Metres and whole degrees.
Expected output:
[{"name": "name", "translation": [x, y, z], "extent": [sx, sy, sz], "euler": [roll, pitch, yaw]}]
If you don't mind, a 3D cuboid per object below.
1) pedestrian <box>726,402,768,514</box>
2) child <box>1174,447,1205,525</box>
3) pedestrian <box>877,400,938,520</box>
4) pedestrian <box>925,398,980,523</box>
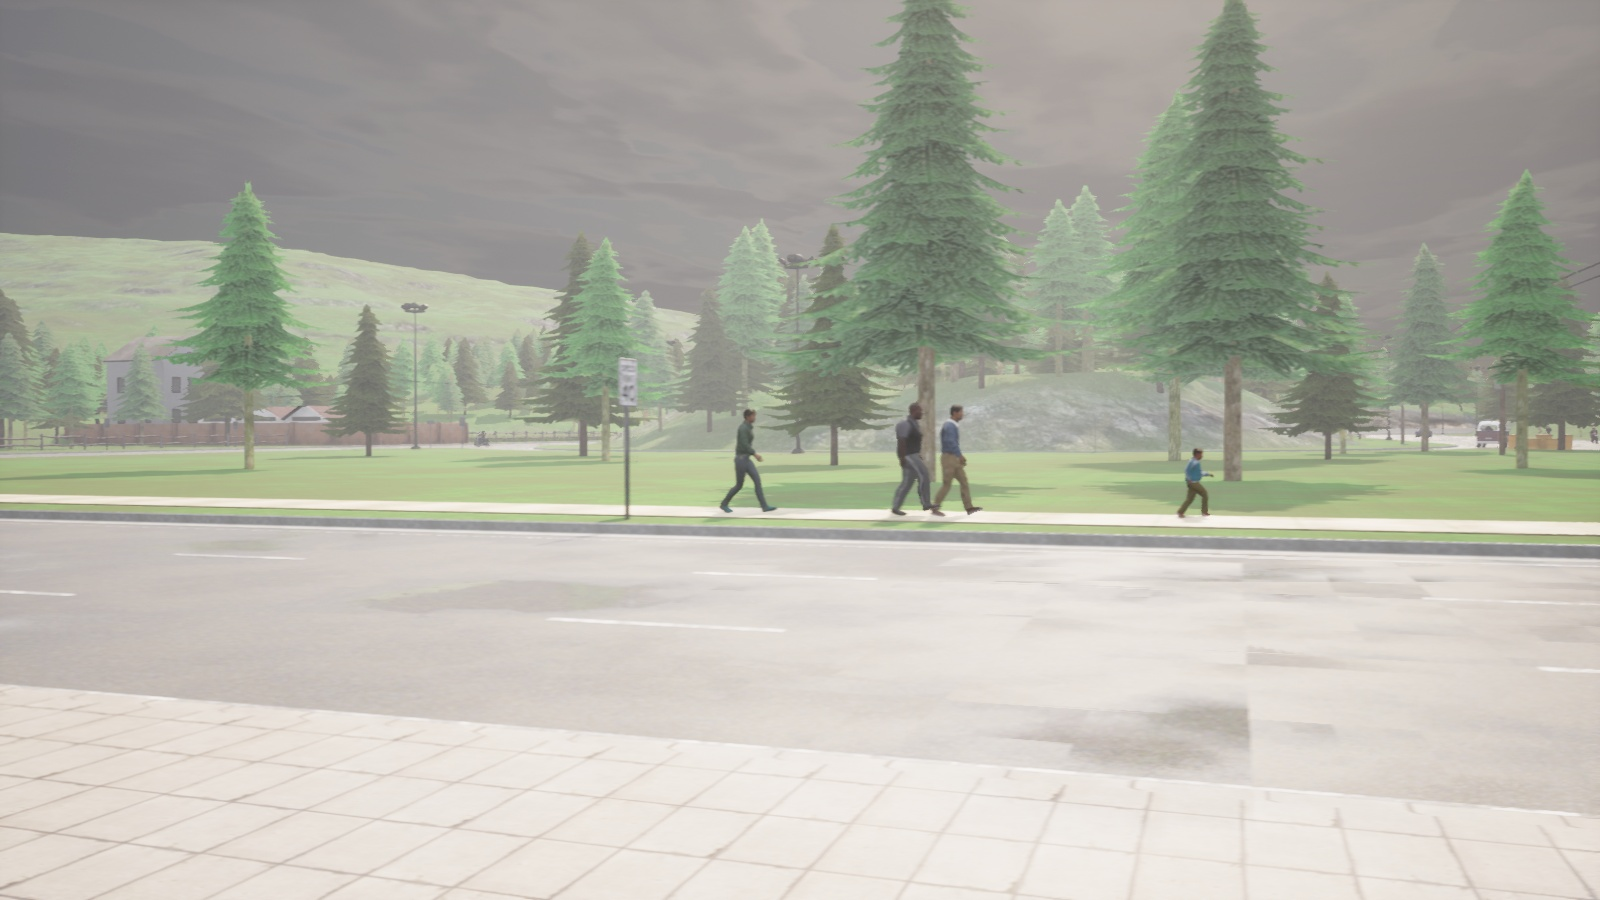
[{"name": "pedestrian", "translation": [-0.892, 0.125, 21.061], "extent": [0.614, 1.847, 0.353], "euler": [1, 1, 18]}, {"name": "child", "translation": [6.061, 0.555, 19.535], "extent": [0.448, 1.192, 0.343], "euler": [1, 1, 19]}, {"name": "pedestrian", "translation": [1.727, 0.150, 20.103], "extent": [0.849, 1.883, 0.563], "euler": [1, 1, 19]}, {"name": "pedestrian", "translation": [2.419, 0.156, 19.884], "extent": [0.788, 1.949, 0.423], "euler": [1, 1, 18]}]
